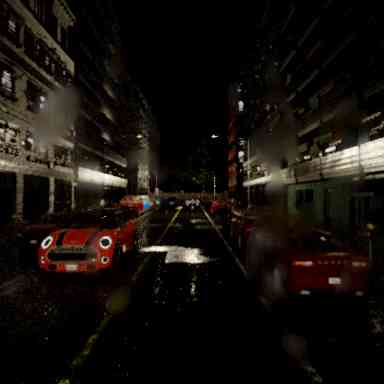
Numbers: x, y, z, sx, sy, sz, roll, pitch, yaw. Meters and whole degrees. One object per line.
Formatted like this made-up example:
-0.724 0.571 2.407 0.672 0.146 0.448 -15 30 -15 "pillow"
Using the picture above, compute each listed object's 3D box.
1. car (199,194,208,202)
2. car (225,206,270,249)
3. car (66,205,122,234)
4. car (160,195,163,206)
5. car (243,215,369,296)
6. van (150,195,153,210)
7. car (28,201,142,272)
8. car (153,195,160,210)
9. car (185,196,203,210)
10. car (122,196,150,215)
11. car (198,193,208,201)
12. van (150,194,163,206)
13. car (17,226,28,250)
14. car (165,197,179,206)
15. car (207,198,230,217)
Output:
2.651 1.501 65.639 1.752 1.417 4.829 1 0 0 "car"
2.692 1.539 14.202 1.887 1.381 4.507 1 0 0 "car"
-5.660 1.543 19.829 2.008 1.369 4.403 1 0 0 "car"
-5.683 1.532 48.312 2.008 1.369 4.403 1 0 0 "car"
2.696 1.541 8.505 1.887 1.381 4.507 1 0 0 "car"
-5.670 1.327 36.918 1.690 1.788 3.998 1 0 0 "van"
-3.108 1.347 10.815 2.097 1.767 4.553 0 0 0 "car"
-5.676 1.424 42.615 1.967 1.590 4.097 1 0 0 "car"
0.067 1.584 42.118 1.895 1.301 4.718 0 0 0 "car"
-5.665 1.303 31.223 2.192 1.841 5.009 1 0 0 "car"
2.641 1.286 82.558 2.192 1.841 5.009 1 0 0 "car"
-5.684 1.320 54.008 1.690 1.788 3.998 1 0 0 "van"
-5.656 1.539 14.134 1.887 1.381 4.507 1 0 0 "car"
-3.116 1.505 52.787 1.812 1.442 4.674 0 0 0 "car"
2.678 1.532 31.291 1.887 1.381 4.507 1 0 0 "car"
